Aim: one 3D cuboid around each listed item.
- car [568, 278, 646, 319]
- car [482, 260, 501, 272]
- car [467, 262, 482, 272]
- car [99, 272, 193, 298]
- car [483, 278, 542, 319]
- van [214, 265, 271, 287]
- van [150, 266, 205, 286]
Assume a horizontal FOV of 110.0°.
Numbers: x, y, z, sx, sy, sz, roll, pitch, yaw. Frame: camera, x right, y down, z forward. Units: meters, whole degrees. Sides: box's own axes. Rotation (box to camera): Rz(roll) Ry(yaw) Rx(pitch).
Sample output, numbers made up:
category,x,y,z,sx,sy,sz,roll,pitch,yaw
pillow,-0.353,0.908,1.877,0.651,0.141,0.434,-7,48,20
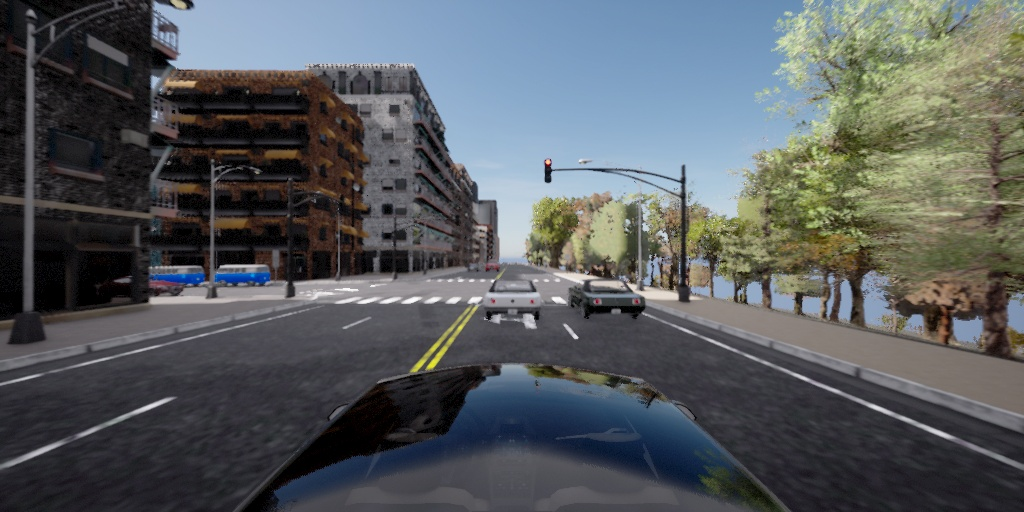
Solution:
category,x,y,z,sx,sy,sz,roll,pitch,yaw
car,3.288,1.483,13.464,1.895,1.301,4.718,0,-1,0
car,-3.293,1.653,60.956,2.150,2.045,5.566,0,-1,1
car,-6.549,1.925,60.998,2.128,1.511,4.902,0,-1,1
car,-22.632,1.852,21.949,4.207,1.307,1.802,0,0,-1
car,0.037,1.483,13.463,1.895,1.301,4.718,0,-1,0
van,-22.720,1.674,30.295,3.998,1.789,1.690,0,0,-1
van,-28.321,1.747,30.217,3.998,1.789,1.690,0,0,-1
